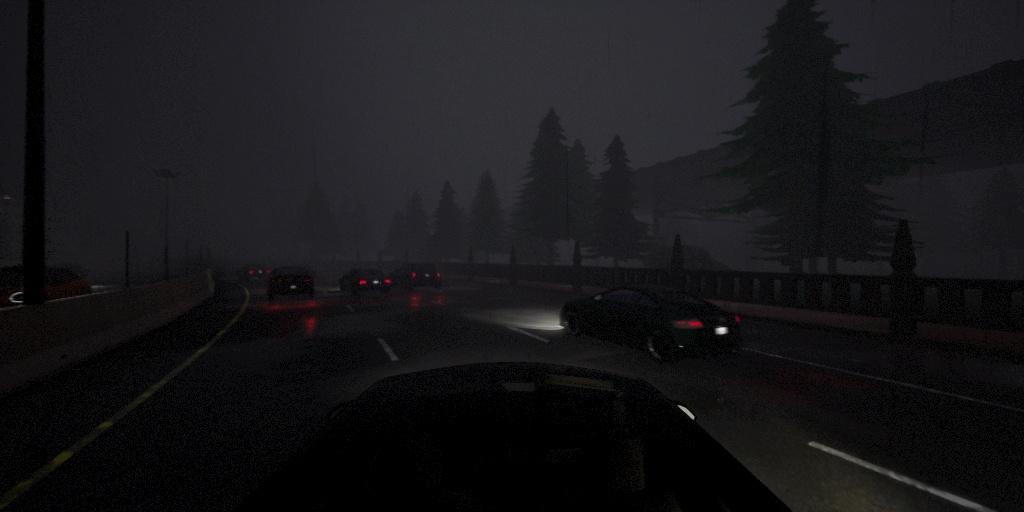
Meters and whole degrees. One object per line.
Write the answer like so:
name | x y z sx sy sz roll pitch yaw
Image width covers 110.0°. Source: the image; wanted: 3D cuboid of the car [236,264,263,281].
car | -22.977 1.404 31.925 5.357 1.411 2.033 0 0 44

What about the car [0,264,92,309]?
car | -14.853 1.112 10.706 2.097 1.767 4.553 0 0 -33

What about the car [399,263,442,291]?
car | -6.342 1.205 23.238 2.097 1.767 4.553 0 0 -36

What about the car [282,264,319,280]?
car | -19.957 1.439 33.747 4.181 1.385 1.994 0 0 45

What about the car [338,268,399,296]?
car | -8.370 1.378 20.230 2.033 1.411 5.357 0 0 -36

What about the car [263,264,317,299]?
car | -11.586 1.291 18.626 1.882 1.535 5.008 1 -1 -36

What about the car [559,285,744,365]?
car | 2.941 1.359 8.404 1.994 1.385 4.181 0 0 -28
